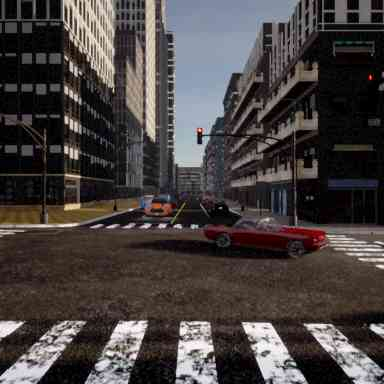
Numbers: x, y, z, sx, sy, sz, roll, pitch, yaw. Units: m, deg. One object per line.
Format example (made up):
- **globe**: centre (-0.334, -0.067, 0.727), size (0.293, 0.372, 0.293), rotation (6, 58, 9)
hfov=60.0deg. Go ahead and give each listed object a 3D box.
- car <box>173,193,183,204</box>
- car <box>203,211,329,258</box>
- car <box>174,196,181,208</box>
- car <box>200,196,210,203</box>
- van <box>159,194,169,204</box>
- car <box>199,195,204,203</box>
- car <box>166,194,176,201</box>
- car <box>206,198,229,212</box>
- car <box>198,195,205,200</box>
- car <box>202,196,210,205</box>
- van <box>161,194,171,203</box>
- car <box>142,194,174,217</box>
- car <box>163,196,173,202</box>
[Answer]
- **car**: centre (-2.940, 1.287, 64.003), size (2.150, 2.045, 5.566), rotation (0, 0, 0)
- **car**: centre (2.900, 1.683, 13.372), size (4.718, 1.301, 1.895), rotation (1, 0, 34)
- **car**: centre (-3.047, 1.607, 47.660), size (1.895, 1.301, 4.718), rotation (0, 0, 0)
- **car**: centre (2.756, 1.559, 72.040), size (1.887, 1.381, 4.507), rotation (0, 0, 0)
- **van**: centre (-5.631, 1.353, 66.394), size (1.690, 1.788, 3.998), rotation (0, 0, 0)
- **car**: centre (2.745, 1.561, 60.732), size (2.008, 1.369, 4.403), rotation (0, 0, 0)
- **car**: centre (-5.609, 1.337, 89.012), size (2.192, 1.841, 5.009), rotation (0, 0, 0)
- **car**: centre (2.720, 1.568, 33.802), size (1.947, 1.339, 4.313), rotation (0, 0, 0)
- **car**: centre (2.777, 1.590, 94.658), size (1.947, 1.339, 4.313), rotation (0, 0, 0)
- **car**: centre (2.729, 1.550, 43.769), size (1.887, 1.381, 4.507), rotation (0, 0, 0)
- **van**: centre (-5.625, 1.355, 72.048), size (1.690, 1.788, 3.998), rotation (0, 0, 0)
- **car**: centre (-3.071, 1.353, 31.169), size (2.097, 1.767, 4.553), rotation (0, 0, 0)
- **car**: centre (-5.619, 1.567, 77.702), size (2.008, 1.369, 4.403), rotation (0, 0, 0)
